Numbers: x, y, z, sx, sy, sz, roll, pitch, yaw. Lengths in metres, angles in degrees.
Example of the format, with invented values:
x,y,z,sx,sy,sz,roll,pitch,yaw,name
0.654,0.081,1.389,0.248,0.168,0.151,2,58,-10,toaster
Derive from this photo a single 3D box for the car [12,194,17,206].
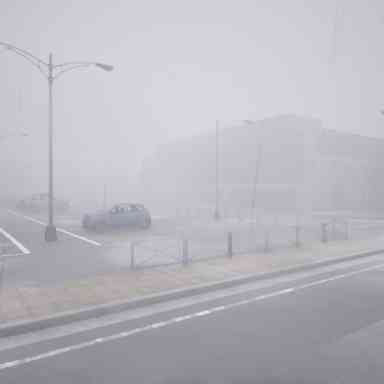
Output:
x,y,z,sx,sy,sz,roll,pitch,yaw,name
-16.640,1.076,35.539,3.866,1.878,1.905,0,0,-35,car

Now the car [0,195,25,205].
x,y,z,sx,sy,sz,roll,pitch,yaw,name
-27.905,1.231,51.106,3.806,1.475,1.970,0,0,-35,car

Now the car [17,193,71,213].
x,y,z,sx,sy,sz,roll,pitch,yaw,name
-14.639,1.097,33.393,4.605,1.855,1.932,0,0,-35,car

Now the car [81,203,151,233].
x,y,z,sx,sy,sz,roll,pitch,yaw,name
-4.112,1.373,18.078,3.633,1.501,1.845,0,0,-35,car

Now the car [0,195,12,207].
x,y,z,sx,sy,sz,roll,pitch,yaw,name
-23.965,1.153,46.029,5.027,1.636,2.152,0,0,-35,car
